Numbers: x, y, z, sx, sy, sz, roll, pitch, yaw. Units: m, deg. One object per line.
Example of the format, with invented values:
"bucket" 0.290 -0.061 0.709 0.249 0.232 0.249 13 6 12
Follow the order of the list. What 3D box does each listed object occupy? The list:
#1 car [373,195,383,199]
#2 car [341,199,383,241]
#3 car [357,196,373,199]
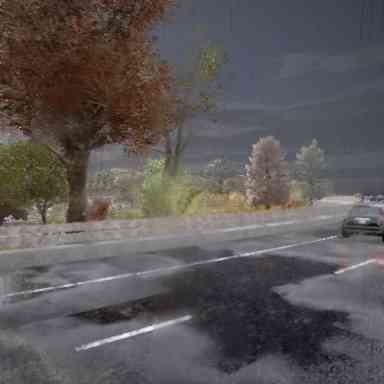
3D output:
"car" 42.927 1.546 76.759 1.837 1.490 4.892 0 0 6
"car" 9.435 1.404 16.923 4.553 1.767 2.097 0 0 -44
"car" 39.463 1.581 77.261 1.812 1.442 4.674 0 0 6
